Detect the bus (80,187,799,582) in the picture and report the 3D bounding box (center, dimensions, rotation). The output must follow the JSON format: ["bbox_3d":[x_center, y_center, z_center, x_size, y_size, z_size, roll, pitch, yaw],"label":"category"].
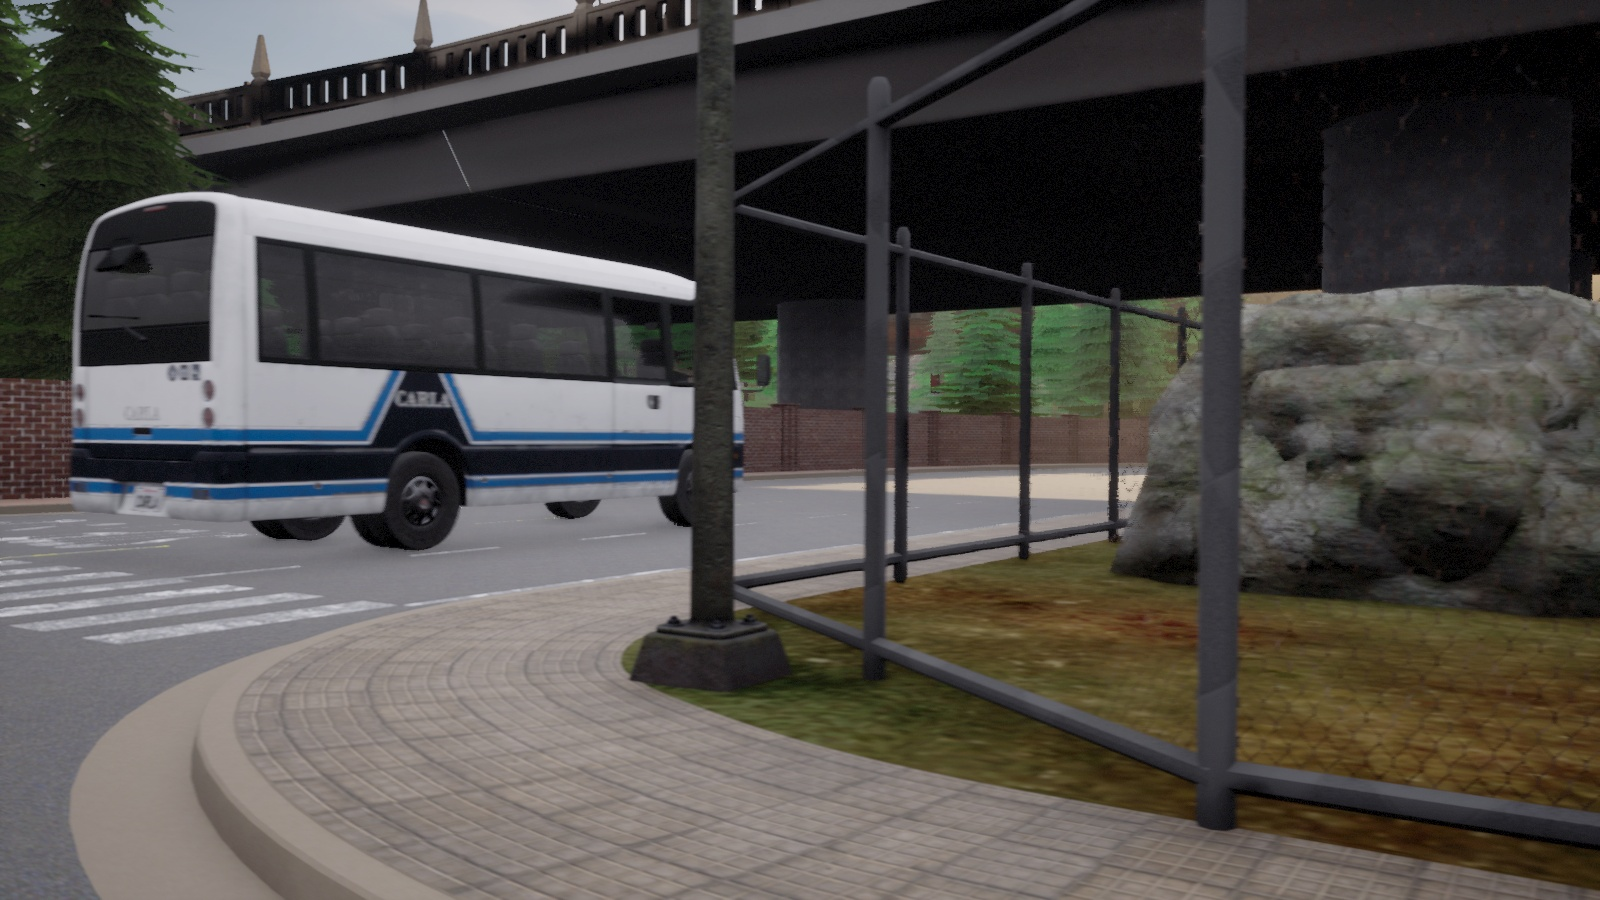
[{"bbox_3d":[-4.498,-0.784,18.916,3.944,4.253,10.273,0,1,33],"label":"bus"}]
